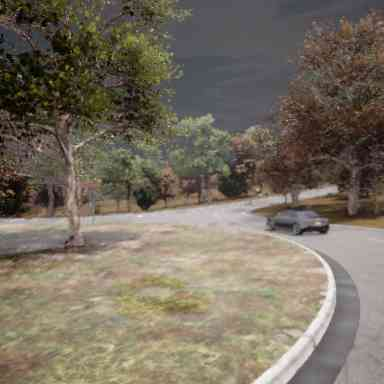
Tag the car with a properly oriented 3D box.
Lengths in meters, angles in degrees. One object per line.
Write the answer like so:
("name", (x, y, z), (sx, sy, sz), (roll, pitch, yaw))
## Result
("car", (6.154, 1.684, 19.751), (1.994, 1.385, 4.181), (-1, -1, -18))
